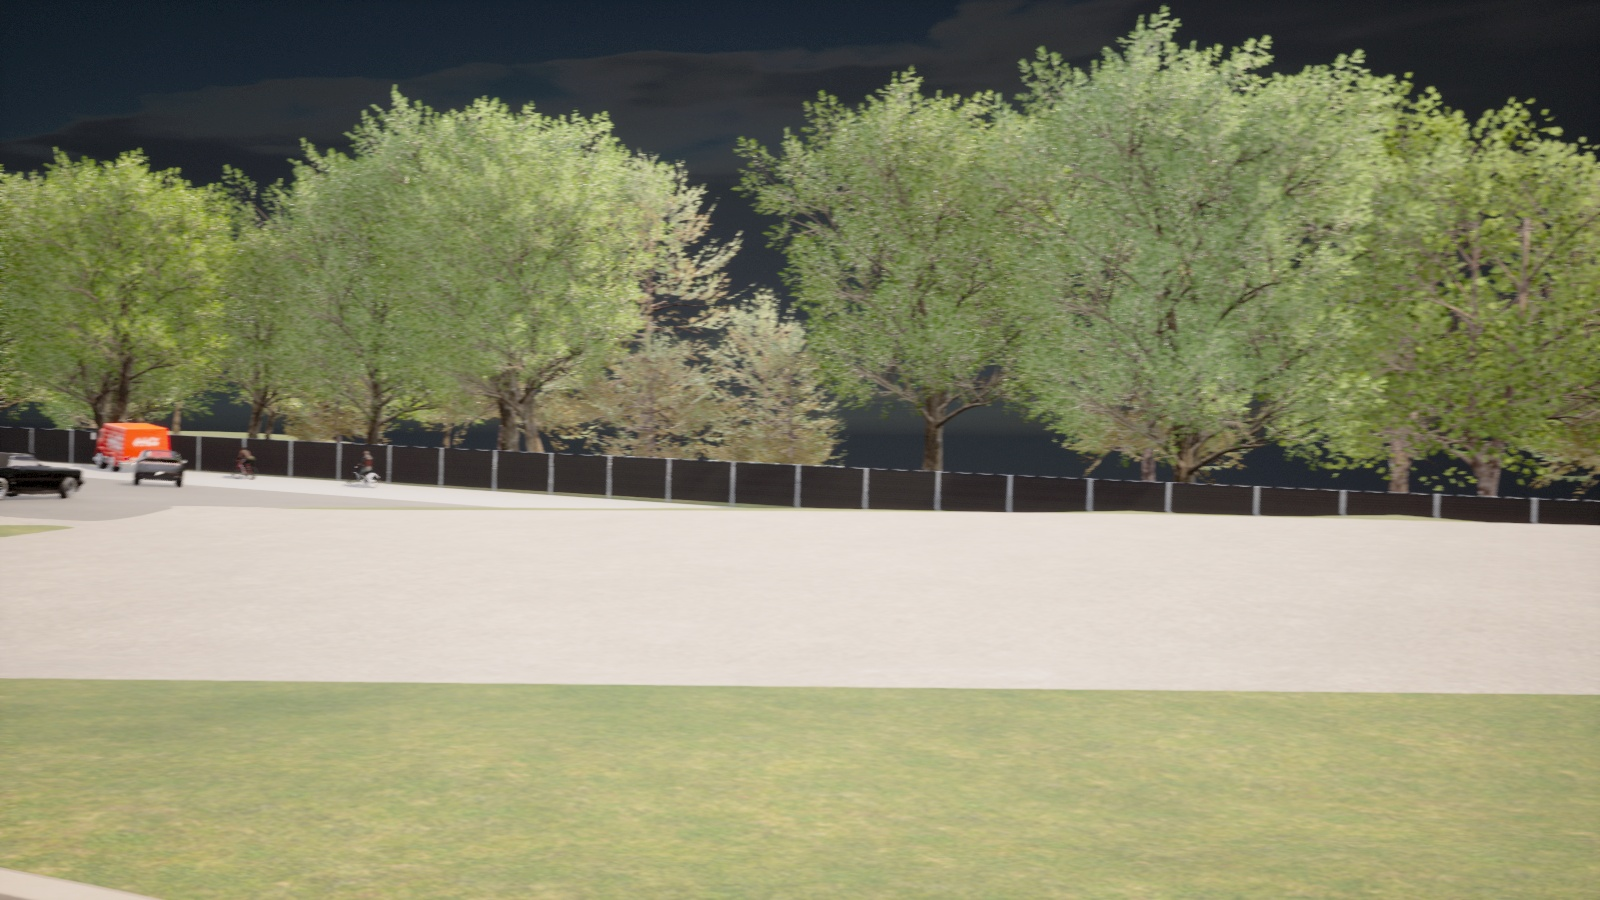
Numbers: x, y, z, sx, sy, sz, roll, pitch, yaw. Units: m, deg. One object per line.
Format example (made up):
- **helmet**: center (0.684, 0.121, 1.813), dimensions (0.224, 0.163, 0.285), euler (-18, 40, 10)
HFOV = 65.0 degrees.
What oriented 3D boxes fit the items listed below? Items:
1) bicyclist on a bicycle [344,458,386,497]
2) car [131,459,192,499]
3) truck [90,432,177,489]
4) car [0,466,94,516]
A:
- **bicyclist on a bicycle**: center (-20.592, 1.293, 59.439), dimensions (1.843, 1.776, 0.659), euler (2, 2, 23)
- **car**: center (-26.956, 1.207, 52.959), dimensions (2.128, 1.511, 4.902), euler (3, -2, -28)
- **truck**: center (-35.293, 0.494, 66.452), dimensions (5.204, 2.467, 2.627), euler (6, 6, 45)
- **car**: center (-21.900, 1.102, 34.692), dimensions (1.895, 1.301, 4.718), euler (1, -1, 3)
